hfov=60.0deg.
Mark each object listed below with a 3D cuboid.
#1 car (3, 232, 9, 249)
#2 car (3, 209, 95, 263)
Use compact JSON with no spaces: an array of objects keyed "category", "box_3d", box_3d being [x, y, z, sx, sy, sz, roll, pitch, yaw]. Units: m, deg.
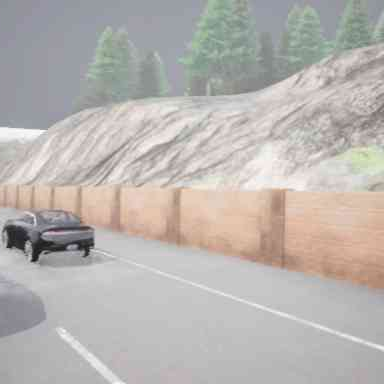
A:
[{"category":"car","box_3d":[-5.096,1.359,6.212,1.837,1.490,4.892,2,0,-41]},{"category":"car","box_3d":[-5.058,1.347,11.468,2.128,1.511,4.902,2,0,-41]}]
